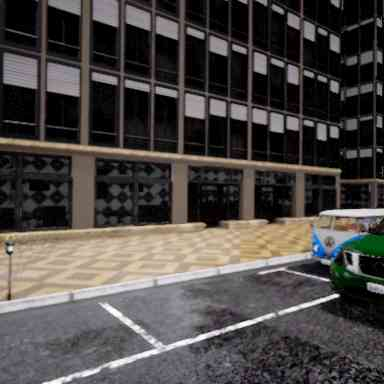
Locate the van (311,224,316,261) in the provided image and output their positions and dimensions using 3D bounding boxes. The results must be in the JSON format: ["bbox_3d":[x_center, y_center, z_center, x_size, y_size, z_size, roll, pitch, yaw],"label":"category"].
[{"bbox_3d":[5.439,1.434,10.448,3.998,1.788,1.690,1,0,-36],"label":"van"}]

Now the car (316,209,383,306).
[{"bbox_3d":[5.355,1.297,7.209,5.566,2.045,2.150,1,0,-36],"label":"car"}]
